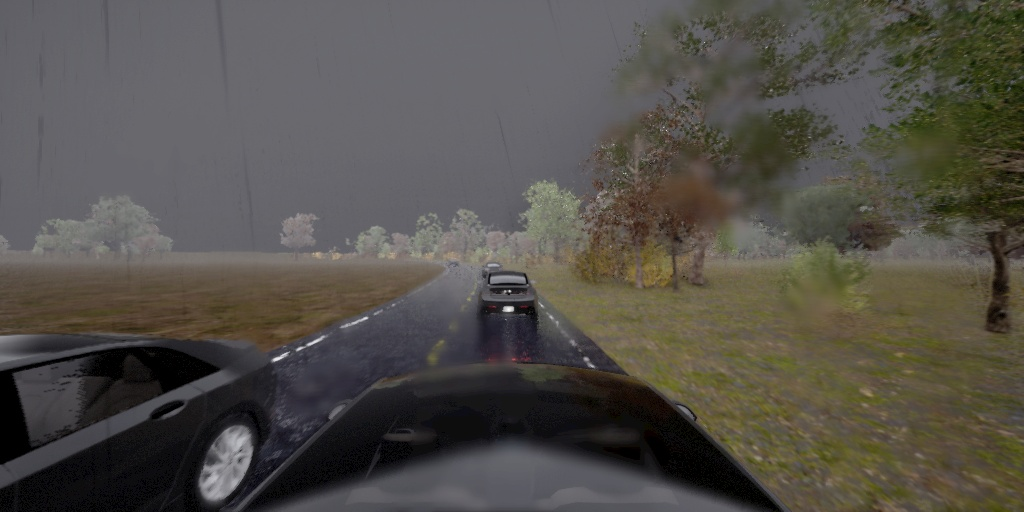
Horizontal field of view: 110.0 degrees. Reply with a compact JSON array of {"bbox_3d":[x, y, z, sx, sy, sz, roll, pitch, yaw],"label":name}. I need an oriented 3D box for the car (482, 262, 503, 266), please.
[{"bbox_3d":[-1.773,1.270,33.186,1.812,1.442,4.674,0,0,-6],"label":"car"}]

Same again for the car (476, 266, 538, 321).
[{"bbox_3d":[-0.189,1.255,12.561,1.837,1.490,4.892,0,0,-2],"label":"car"}]

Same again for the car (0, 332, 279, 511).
[{"bbox_3d":[-3.148,1.255,1.463,1.837,1.490,4.892,0,0,0],"label":"car"}]
